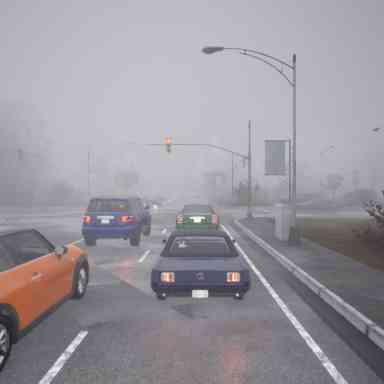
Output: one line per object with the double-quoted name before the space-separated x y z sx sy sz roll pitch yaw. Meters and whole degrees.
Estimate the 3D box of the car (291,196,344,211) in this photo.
"car" 14.314 1.436 37.748 5.357 1.411 2.033 0 0 -3

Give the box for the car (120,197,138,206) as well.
"car" -9.940 1.434 52.961 1.895 1.301 4.718 0 0 1

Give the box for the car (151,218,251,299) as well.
"car" 0.175 1.591 8.367 1.895 1.301 4.718 0 0 0

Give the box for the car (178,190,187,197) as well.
"car" -2.697 0.411 94.420 2.150 2.045 5.566 0 1 -7

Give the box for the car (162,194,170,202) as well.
"car" -6.169 1.236 67.436 1.882 1.535 5.008 0 0 1

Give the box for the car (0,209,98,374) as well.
"car" -3.342 1.347 5.586 2.097 1.767 4.553 0 0 0

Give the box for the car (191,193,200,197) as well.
"car" 1.054 1.038 84.170 2.128 1.511 4.902 0 1 0

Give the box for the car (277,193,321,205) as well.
"car" 13.413 1.098 41.210 5.566 2.045 2.150 0 0 -2

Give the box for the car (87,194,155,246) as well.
"car" -3.250 1.193 15.285 2.150 2.045 5.566 0 0 1

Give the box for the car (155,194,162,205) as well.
"car" -6.424 1.355 54.142 1.812 1.442 4.674 0 0 1

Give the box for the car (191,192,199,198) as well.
"car" 0.802 0.827 94.594 1.994 1.385 4.181 0 1 -4

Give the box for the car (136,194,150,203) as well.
"car" -9.708 1.250 65.746 1.882 1.535 5.008 0 0 1

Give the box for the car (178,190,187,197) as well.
"car" -2.447 1.030 84.282 2.128 1.511 4.902 0 1 0

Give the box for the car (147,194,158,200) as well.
"car" -9.489 1.129 80.231 2.033 1.411 5.357 0 1 1

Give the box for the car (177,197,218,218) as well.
"car" 0.278 1.316 17.357 2.097 1.767 4.553 0 0 1
